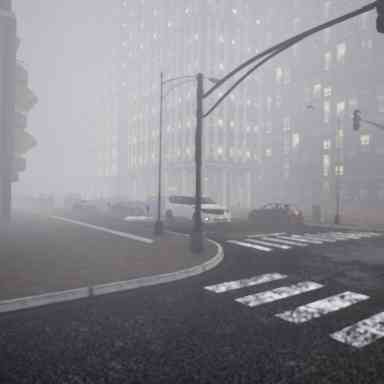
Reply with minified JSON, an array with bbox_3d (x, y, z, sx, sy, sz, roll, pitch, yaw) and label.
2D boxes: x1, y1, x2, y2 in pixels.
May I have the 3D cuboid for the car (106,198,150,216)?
[{"bbox_3d":[-6.040,1.499,30.933,1.994,1.385,4.181,1,-1,-35],"label":"car"}]

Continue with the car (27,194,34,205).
[{"bbox_3d":[-23.791,1.434,51.450,1.802,1.307,4.206,1,-1,-35],"label":"car"}]

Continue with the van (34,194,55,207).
[{"bbox_3d":[-20.516,1.199,46.847,1.690,1.788,3.998,1,-1,-35],"label":"van"}]

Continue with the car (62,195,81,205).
[{"bbox_3d":[-15.304,1.463,44.035,2.033,1.411,5.357,1,-1,-35],"label":"car"}]

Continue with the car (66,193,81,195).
[{"bbox_3d":[-20.331,1.185,56.416,2.150,2.045,5.566,1,-1,-35],"label":"car"}]

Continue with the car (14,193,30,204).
[{"bbox_3d":[-30.327,1.157,60.664,2.192,1.841,5.009,1,-1,-35],"label":"car"}]

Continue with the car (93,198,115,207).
[{"bbox_3d":[-13.689,1.590,51.695,1.947,1.339,4.313,1,-1,-35],"label":"car"}]

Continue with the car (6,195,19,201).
[{"bbox_3d":[-40.141,1.380,74.479,2.008,1.369,4.403,1,-1,-35],"label":"car"}]

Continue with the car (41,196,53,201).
[{"bbox_3d":[-36.580,1.574,83.934,1.802,1.307,4.206,1,-1,-35],"label":"car"}]

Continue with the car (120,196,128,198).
[{"bbox_3d":[-7.148,1.588,42.484,2.008,1.369,4.403,1,-1,-35],"label":"car"}]

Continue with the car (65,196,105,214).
[{"bbox_3d":[-10.710,1.429,33.028,2.008,1.369,4.403,1,-1,-35],"label":"car"}]

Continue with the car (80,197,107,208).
[{"bbox_3d":[-14.269,1.522,47.951,2.033,1.411,5.357,1,-1,-35],"label":"car"}]

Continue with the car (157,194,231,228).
[{"bbox_3d":[0.155,1.172,22.209,2.150,2.045,5.566,1,-1,-35],"label":"car"}]

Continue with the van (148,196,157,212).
[{"bbox_3d":[-3.874,1.386,37.880,1.690,1.788,3.998,1,-1,-35],"label":"van"}]

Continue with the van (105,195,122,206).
[{"bbox_3d":[-10.414,1.372,47.092,1.690,1.788,3.998,1,-1,-35],"label":"van"}]

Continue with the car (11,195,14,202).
[{"bbox_3d":[-36.871,1.399,69.873,1.947,1.339,4.313,1,-1,-35],"label":"car"}]

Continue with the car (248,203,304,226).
[{"bbox_3d":[5.935,1.509,24.062,1.967,1.590,4.097,1,-1,-35],"label":"car"}]
